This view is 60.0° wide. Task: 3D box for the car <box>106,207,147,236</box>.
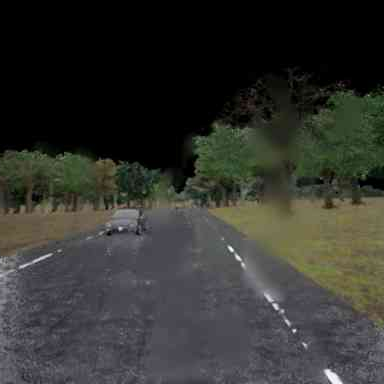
[{"bbox_3d":[-3.789,1.719,19.900,1.837,1.490,4.892,0,-1,-1],"label":"car"}]
